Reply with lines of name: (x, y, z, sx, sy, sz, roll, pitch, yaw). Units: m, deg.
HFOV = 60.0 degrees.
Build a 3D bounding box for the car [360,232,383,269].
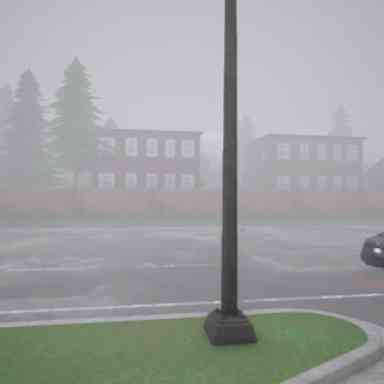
car: (7.110, 1.609, 9.515, 4.181, 1.385, 1.994, 0, 0, -9)
